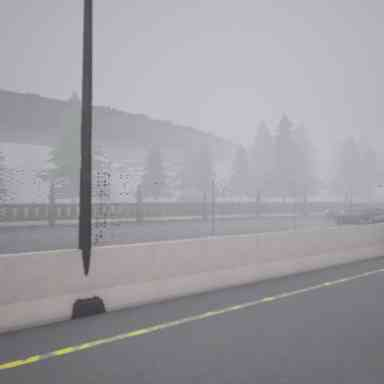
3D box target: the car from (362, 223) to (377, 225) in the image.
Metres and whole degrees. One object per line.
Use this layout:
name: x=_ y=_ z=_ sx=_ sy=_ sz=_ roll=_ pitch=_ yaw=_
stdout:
car: x=13.643 y=1.799 z=21.616 sx=5.008 sy=1.535 sz=1.882 roll=1 pitch=-1 yaw=-30
